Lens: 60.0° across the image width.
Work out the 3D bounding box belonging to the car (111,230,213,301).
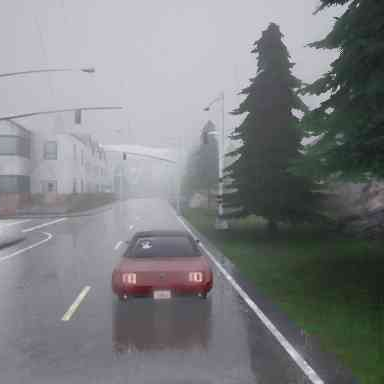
[{"bbox_3d":[-0.726,1.600,8.317,1.895,1.301,4.718,0,0,-5],"label":"car"}]
